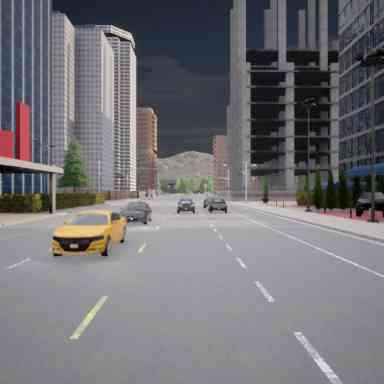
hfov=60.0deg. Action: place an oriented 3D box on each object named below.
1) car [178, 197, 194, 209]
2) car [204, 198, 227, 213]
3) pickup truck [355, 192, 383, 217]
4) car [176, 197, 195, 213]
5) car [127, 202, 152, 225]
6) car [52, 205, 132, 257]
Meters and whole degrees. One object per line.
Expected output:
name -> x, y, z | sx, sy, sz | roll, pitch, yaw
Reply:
car -> -0.859, 1.491, 46.024 | 2.128, 1.511, 4.902 | 0, 0, -1
car -> 2.811, 1.491, 37.185 | 2.128, 1.511, 4.902 | 0, 0, -1
pickup truck -> 16.030, 1.059, 29.562 | 2.390, 2.098, 6.274 | 0, 0, 29
car -> -0.634, 1.526, 36.084 | 1.812, 1.442, 4.674 | 0, 0, -1
car -> -3.996, 1.504, 24.188 | 1.837, 1.490, 4.892 | 0, 0, -1
car -> -3.841, 1.478, 13.166 | 1.882, 1.535, 5.008 | 0, 0, -1
